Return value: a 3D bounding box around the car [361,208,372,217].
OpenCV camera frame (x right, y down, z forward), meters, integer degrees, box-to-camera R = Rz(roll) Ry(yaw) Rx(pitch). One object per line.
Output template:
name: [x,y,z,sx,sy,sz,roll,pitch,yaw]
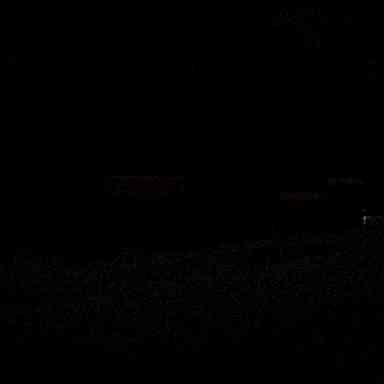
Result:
car: [18.233,2.115,38.519,1.812,1.442,4.674,-1,-1,-36]
